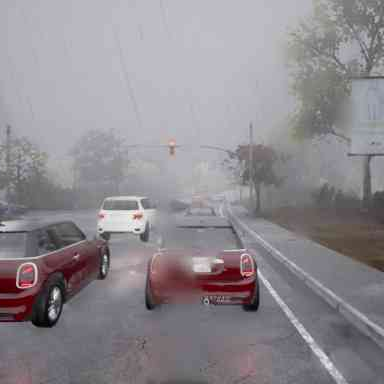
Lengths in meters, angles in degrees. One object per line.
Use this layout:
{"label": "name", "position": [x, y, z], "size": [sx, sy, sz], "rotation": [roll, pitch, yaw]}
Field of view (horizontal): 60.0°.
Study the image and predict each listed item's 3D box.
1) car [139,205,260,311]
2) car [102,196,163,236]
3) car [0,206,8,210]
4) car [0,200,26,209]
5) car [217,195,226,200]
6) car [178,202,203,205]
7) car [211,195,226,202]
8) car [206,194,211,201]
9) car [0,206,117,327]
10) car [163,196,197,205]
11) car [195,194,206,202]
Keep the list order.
{"label": "car", "position": [0.216, 1.352, 7.949], "size": [2.097, 1.767, 4.553], "rotation": [0, 0, 1]}
{"label": "car", "position": [-3.052, 1.221, 16.879], "size": [2.150, 2.045, 5.566], "rotation": [0, 0, 2]}
{"label": "car", "position": [-10.453, 1.547, 14.323], "size": [2.033, 1.411, 5.357], "rotation": [0, 0, 0]}
{"label": "car", "position": [-17.713, 1.477, 30.711], "size": [5.008, 1.535, 1.882], "rotation": [0, 0, 9]}
{"label": "car", "position": [7.661, 1.391, 85.628], "size": [1.812, 1.442, 4.674], "rotation": [0, 0, 10]}
{"label": "car", "position": [0.466, 1.491, 17.156], "size": [2.128, 1.511, 4.902], "rotation": [0, 0, 2]}
{"label": "car", "position": [5.973, 1.589, 75.535], "size": [1.895, 1.301, 4.718], "rotation": [0, 0, 9]}
{"label": "car", "position": [4.119, 1.354, 85.686], "size": [2.097, 1.767, 4.553], "rotation": [0, 0, 10]}
{"label": "car", "position": [-3.293, 1.352, 7.202], "size": [2.097, 1.767, 4.553], "rotation": [0, 0, 1]}
{"label": "car", "position": [-2.149, 1.547, 37.537], "size": [2.033, 1.411, 5.357], "rotation": [0, 0, 37]}
{"label": "car", "position": [1.126, 1.476, 65.667], "size": [1.882, 1.535, 5.008], "rotation": [0, 0, 8]}
